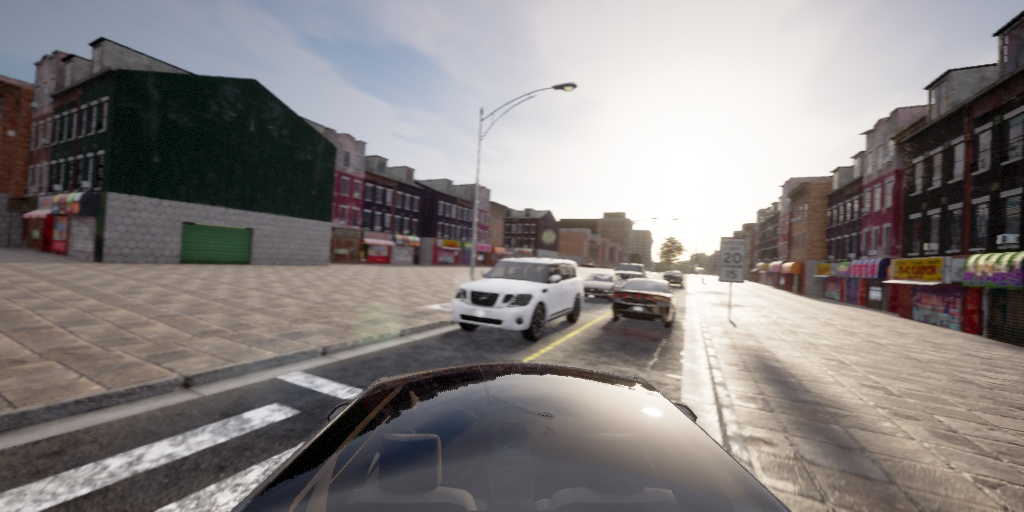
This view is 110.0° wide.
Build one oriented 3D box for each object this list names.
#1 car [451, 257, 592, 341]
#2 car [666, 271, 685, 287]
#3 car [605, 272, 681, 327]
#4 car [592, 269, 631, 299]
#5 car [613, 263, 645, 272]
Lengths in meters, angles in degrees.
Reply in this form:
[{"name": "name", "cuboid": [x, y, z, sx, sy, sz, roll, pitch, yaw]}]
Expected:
[{"name": "car", "cuboid": [0.513, 1.047, 10.721, 2.150, 2.045, 5.566, 3, 0, 27]}, {"name": "car", "cuboid": [16.659, 2.273, 37.010, 1.882, 1.535, 5.008, 3, 0, 27]}, {"name": "car", "cuboid": [5.039, 1.555, 13.355, 1.882, 1.535, 5.008, 3, 0, 27]}, {"name": "car", "cuboid": [5.071, 1.659, 20.035, 2.033, 1.411, 5.357, 3, 0, 25]}, {"name": "car", "cuboid": [9.608, 1.610, 29.202, 2.150, 2.045, 5.566, 3, 0, 26]}]
